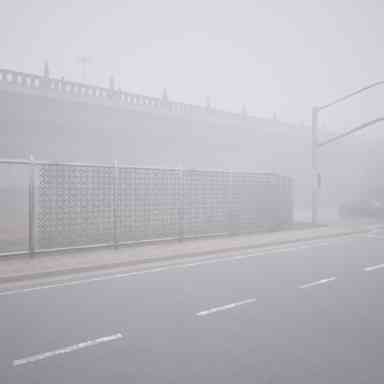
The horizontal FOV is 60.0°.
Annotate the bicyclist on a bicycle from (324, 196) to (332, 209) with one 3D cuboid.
[{"bbox_3d":[17.728,1.356,43.298,1.656,1.620,0.582,0,0,-36],"label":"bicyclist on a bicycle"}]

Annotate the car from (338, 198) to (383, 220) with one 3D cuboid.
[{"bbox_3d":[15.053,1.404,28.436,2.097,1.767,4.553,0,0,-38],"label":"car"}]
